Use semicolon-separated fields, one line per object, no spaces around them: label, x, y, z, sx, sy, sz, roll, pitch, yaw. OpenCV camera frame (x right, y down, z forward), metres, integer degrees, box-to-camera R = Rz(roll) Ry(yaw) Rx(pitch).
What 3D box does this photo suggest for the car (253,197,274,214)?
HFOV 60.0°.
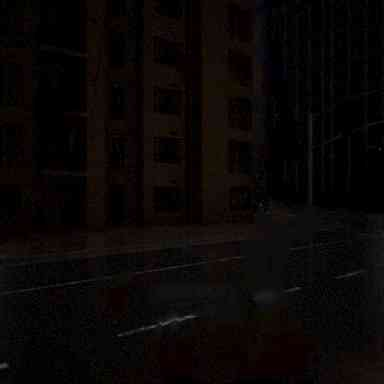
car;6.581;1.352;35.571;2.097;1.767;4.553;0;0;-35
